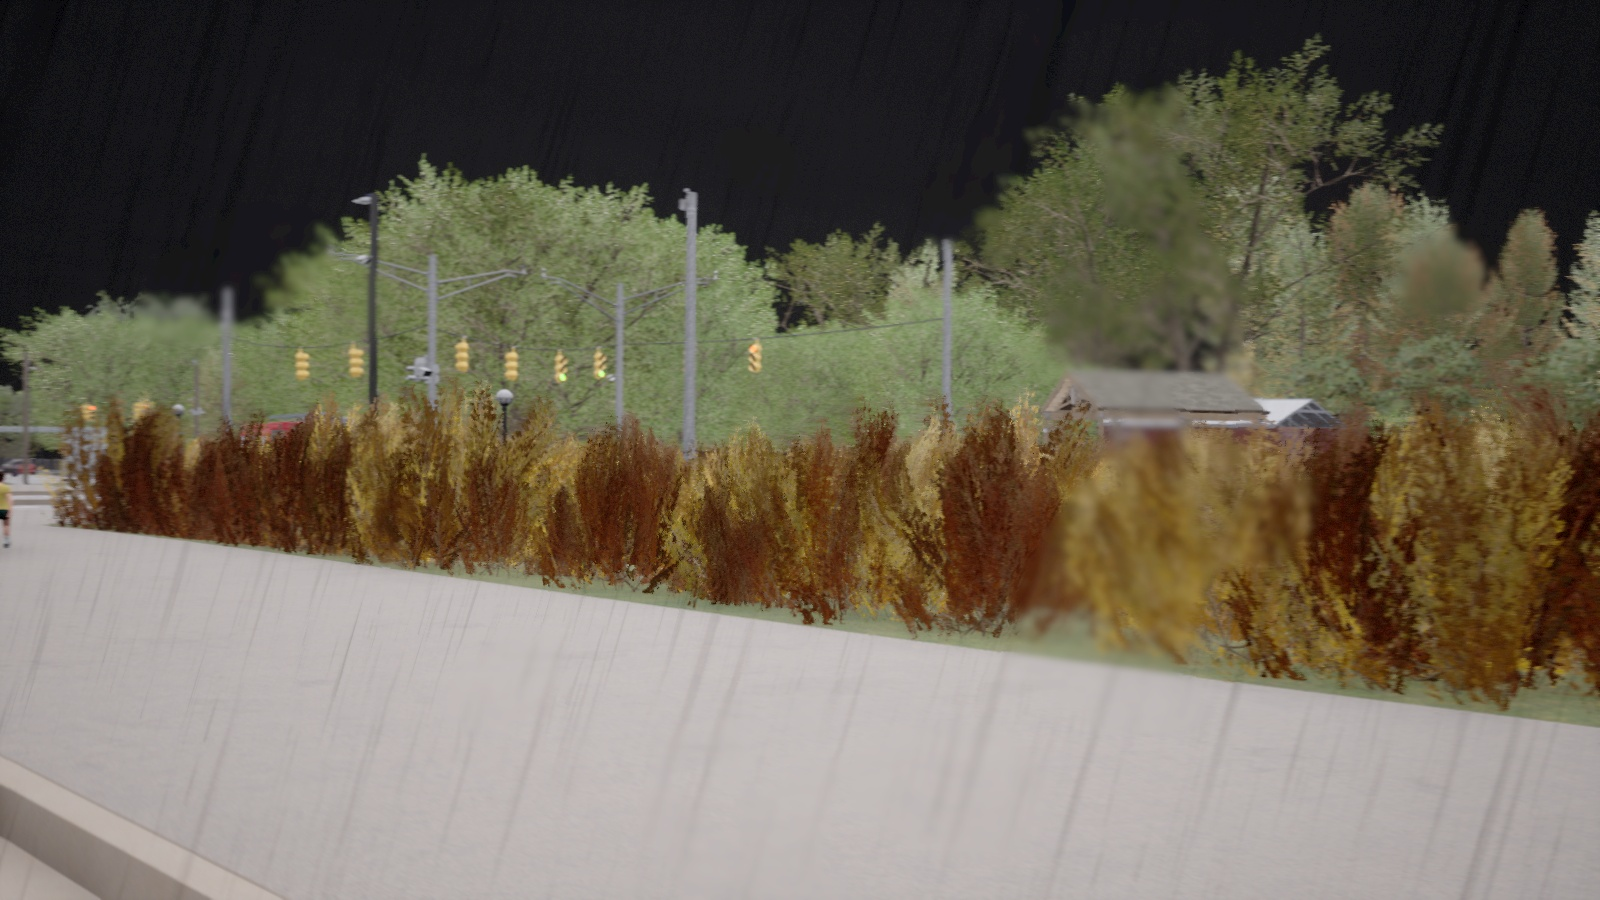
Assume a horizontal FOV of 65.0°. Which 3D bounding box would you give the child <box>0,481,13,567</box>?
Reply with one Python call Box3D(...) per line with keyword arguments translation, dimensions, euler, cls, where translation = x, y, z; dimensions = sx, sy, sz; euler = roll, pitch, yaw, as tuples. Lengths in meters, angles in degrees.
Box3D(translation=(-10.589, 0.972, 16.587), dimensions=(0.255, 1.110, 0.394), euler=(-1, 1, -23), cls="child")
